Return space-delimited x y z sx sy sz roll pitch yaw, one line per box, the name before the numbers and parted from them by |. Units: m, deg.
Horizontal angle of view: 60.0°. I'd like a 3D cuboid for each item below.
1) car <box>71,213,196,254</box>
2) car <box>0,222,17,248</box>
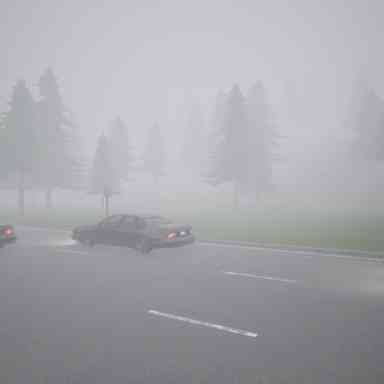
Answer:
car | -2.469 1.548 13.445 5.357 1.411 2.033 0 0 31
car | -9.242 1.550 13.308 5.357 1.411 2.033 -1 0 32
